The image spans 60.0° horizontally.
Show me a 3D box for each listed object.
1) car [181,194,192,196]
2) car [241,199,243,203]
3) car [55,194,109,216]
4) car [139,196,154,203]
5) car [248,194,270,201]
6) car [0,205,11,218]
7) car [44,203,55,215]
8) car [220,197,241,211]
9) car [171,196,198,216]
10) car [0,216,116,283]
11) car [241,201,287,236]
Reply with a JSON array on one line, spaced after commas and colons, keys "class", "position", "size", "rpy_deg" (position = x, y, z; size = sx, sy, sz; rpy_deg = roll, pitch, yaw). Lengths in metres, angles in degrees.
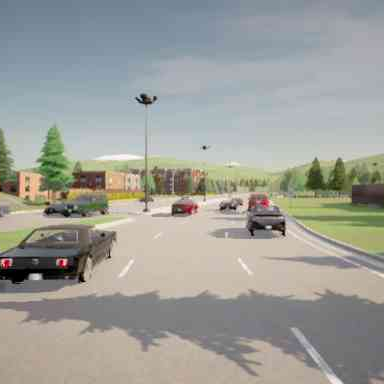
[{"class": "car", "position": [-1.154, 1.066, 69.991], "size": [2.097, 1.767, 4.553], "rpy_deg": [0, 0, 12]}, {"class": "car", "position": [7.039, 1.517, 52.621], "size": [1.994, 1.385, 4.181], "rpy_deg": [0, 0, 12]}, {"class": "car", "position": [-9.516, 1.196, 30.188], "size": [2.150, 2.045, 5.566], "rpy_deg": [0, 0, 12]}, {"class": "car", "position": [-9.110, 1.498, 66.191], "size": [1.994, 1.385, 4.181], "rpy_deg": [0, 0, 12]}, {"class": "car", "position": [7.184, 1.191, 35.682], "size": [2.150, 2.045, 5.566], "rpy_deg": [0, 0, 12]}, {"class": "car", "position": [-17.408, 1.526, 27.167], "size": [2.033, 1.411, 5.357], "rpy_deg": [0, 0, 14]}, {"class": "car", "position": [-12.570, 1.537, 32.635], "size": [1.994, 1.385, 4.181], "rpy_deg": [0, 0, 12]}, {"class": "car", "position": [4.507, 1.565, 40.039], "size": [1.895, 1.301, 4.718], "rpy_deg": [0, 0, 12]}, {"class": "car", "position": [-0.615, 1.449, 32.337], "size": [1.882, 1.535, 5.008], "rpy_deg": [0, 0, 11]}, {"class": "car", "position": [-3.513, 1.593, 9.610], "size": [1.895, 1.301, 4.718], "rpy_deg": [0, 0, -1]}, {"class": "car", "position": [4.034, 1.475, 18.469], "size": [2.128, 1.511, 4.902], "rpy_deg": [0, 0, 7]}]
